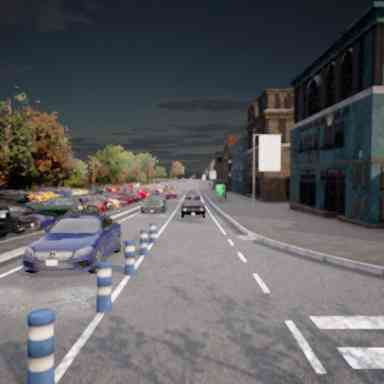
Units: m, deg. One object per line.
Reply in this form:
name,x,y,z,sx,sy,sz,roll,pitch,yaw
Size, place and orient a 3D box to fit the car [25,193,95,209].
car,-9.825,1.139,24.056,4.553,1.767,2.185,0,0,1

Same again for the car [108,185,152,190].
car,-9.626,0.372,51.904,5.566,2.045,2.435,0,2,1

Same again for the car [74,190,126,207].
car,-9.784,0.982,35.196,4.553,1.767,2.185,0,1,1

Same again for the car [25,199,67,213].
car,-9.879,1.321,18.475,4.792,1.488,2.163,0,0,1

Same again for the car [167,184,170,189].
car,-9.239,-0.731,90.855,4.674,1.452,2.002,0,2,1

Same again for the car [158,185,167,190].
car,-9.180,-0.267,76.944,5.366,1.575,1.946,0,2,1

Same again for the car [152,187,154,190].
car,-9.732,0.425,57.477,5.366,1.575,1.946,0,2,1

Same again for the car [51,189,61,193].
car,-22.699,0.720,49.088,5.008,1.535,2.097,0,2,1

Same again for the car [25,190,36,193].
car,-22.811,0.724,40.719,5.566,2.045,2.435,0,1,1

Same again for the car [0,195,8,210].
car,-22.649,1.101,35.146,5.366,1.575,1.946,0,1,1

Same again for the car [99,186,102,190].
car,-22.525,-0.040,71.475,4.792,1.488,2.163,0,2,1

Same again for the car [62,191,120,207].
car,-9.810,1.034,32.417,4.553,1.767,2.185,0,1,1

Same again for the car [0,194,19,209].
car,-22.814,1.043,37.937,5.008,1.535,2.097,0,1,1

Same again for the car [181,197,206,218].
car,0.100,1.302,26.795,1.895,1.301,4.718,0,1,0

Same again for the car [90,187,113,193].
car,-22.388,-0.471,82.608,5.008,1.535,2.097,0,2,1

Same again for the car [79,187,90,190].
car,-22.577,0.267,63.128,4.674,1.452,2.002,0,2,1

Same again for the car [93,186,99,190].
car,-22.529,0.030,68.693,4.892,1.521,2.231,0,2,1

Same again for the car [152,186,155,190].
car,-9.490,0.209,60.127,4.553,1.767,2.185,0,2,1

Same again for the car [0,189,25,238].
car,-9.988,1.022,12.909,5.566,2.045,2.435,0,0,1

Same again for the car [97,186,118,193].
car,-22.346,-0.675,88.173,5.008,1.535,2.097,0,2,1

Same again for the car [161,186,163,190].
car,-9.412,-0.064,71.383,5.008,1.535,2.097,0,2,1

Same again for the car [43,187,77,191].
car,-22.623,0.269,54.768,5.566,2.045,2.435,0,2,1

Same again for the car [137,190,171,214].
car,-3.344,1.004,30.044,2.097,1.767,4.553,0,1,0

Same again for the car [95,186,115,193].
car,-22.336,-0.698,85.385,4.553,1.767,2.185,0,2,1

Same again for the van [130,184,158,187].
van,-9.586,-0.092,65.813,4.442,1.987,1.878,0,2,1

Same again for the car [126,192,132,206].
car,-9.730,1.086,37.986,4.674,1.452,2.002,0,2,1

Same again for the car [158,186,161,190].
car,-9.448,0.035,68.602,5.008,1.535,2.097,0,2,1

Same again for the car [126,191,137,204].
car,-9.695,0.977,40.774,5.008,1.535,2.097,0,1,0

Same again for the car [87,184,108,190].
car,-22.443,-0.420,74.251,5.566,2.045,2.435,0,2,1

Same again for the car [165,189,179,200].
car,-3.245,0.576,55.546,1.895,1.301,4.718,0,2,1

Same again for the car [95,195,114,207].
car,-9.834,1.232,29.632,4.792,1.488,2.163,0,1,1

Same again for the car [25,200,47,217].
car,-9.928,1.288,15.696,4.892,1.521,2.231,0,0,1

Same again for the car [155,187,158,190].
car,-9.501,0.234,63.038,4.892,1.521,2.231,0,2,1

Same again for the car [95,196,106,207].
car,-9.801,1.267,26.845,4.792,1.488,2.163,0,1,1

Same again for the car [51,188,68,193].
car,-22.863,0.615,51.996,5.366,1.575,1.946,0,2,1

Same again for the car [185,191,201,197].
car,0.111,0.668,45.009,2.097,1.767,4.553,0,2,0

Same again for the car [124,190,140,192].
car,-9.670,0.900,43.562,5.008,1.535,2.097,0,2,1

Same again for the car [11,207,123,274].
car,-3.350,1.413,10.275,1.812,1.442,4.674,0,1,0

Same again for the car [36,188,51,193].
car,-22.762,0.688,46.300,4.553,1.767,2.185,0,2,1

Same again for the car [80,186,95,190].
car,-22.554,0.128,65.910,5.008,1.535,2.097,0,2,1

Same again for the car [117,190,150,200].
car,-9.567,0.526,54.694,5.008,1.535,2.097,0,2,1
